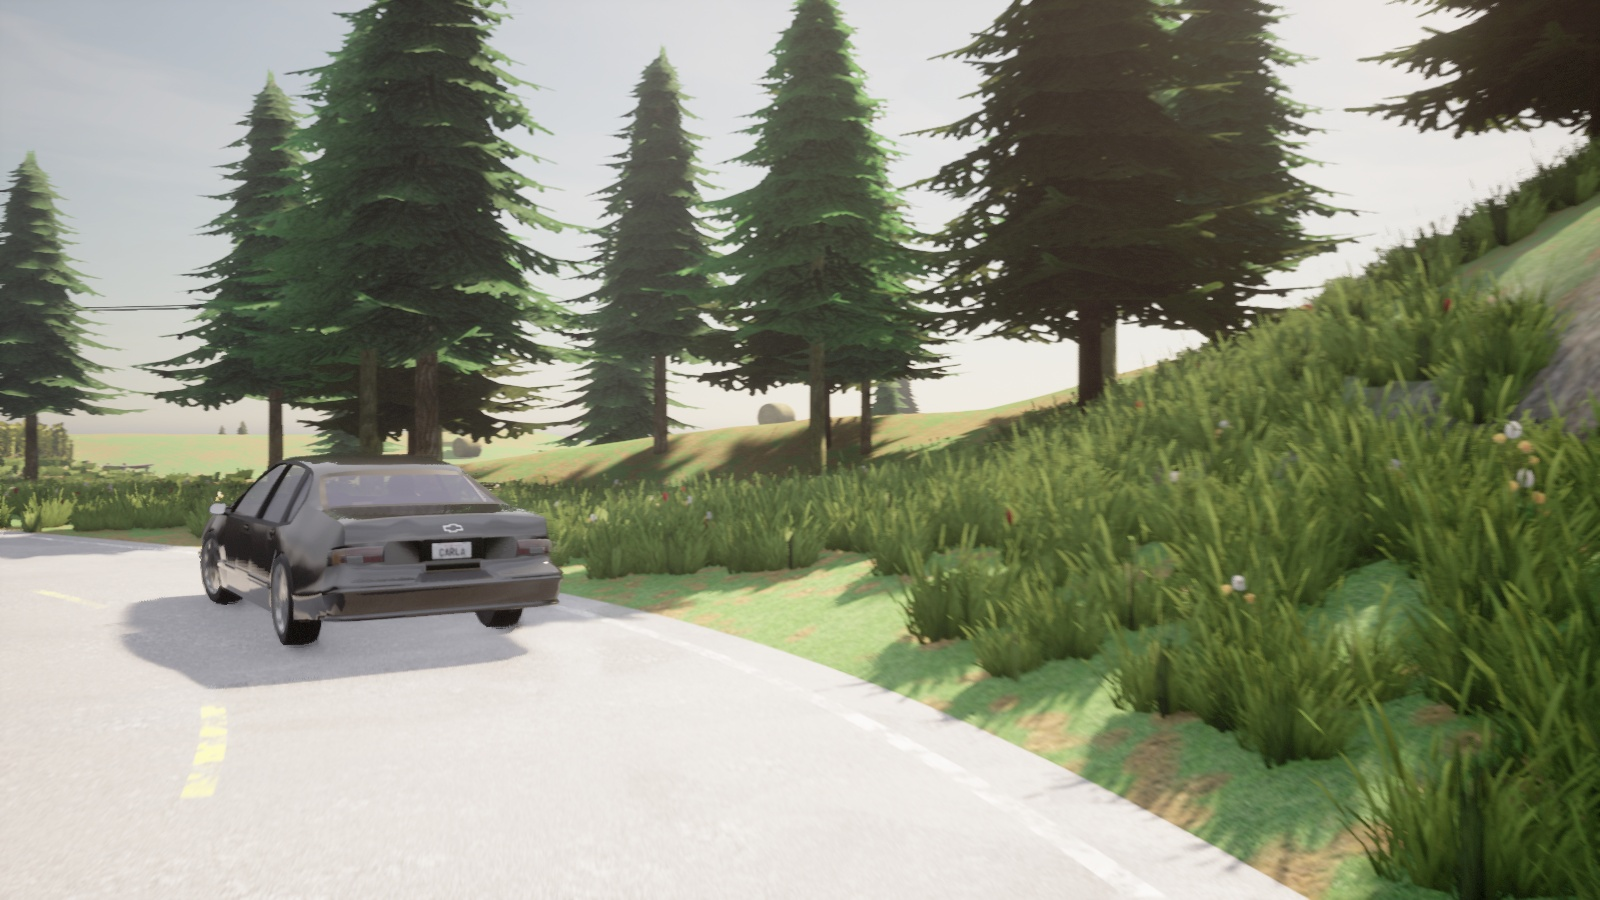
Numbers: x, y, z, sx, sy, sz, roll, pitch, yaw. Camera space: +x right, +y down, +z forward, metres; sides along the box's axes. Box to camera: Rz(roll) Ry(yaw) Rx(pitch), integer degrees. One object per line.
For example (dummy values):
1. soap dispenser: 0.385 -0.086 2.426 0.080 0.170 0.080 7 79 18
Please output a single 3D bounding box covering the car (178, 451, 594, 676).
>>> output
1. car: -3.855 0.736 10.858 2.033 1.411 5.357 0 0 -34
